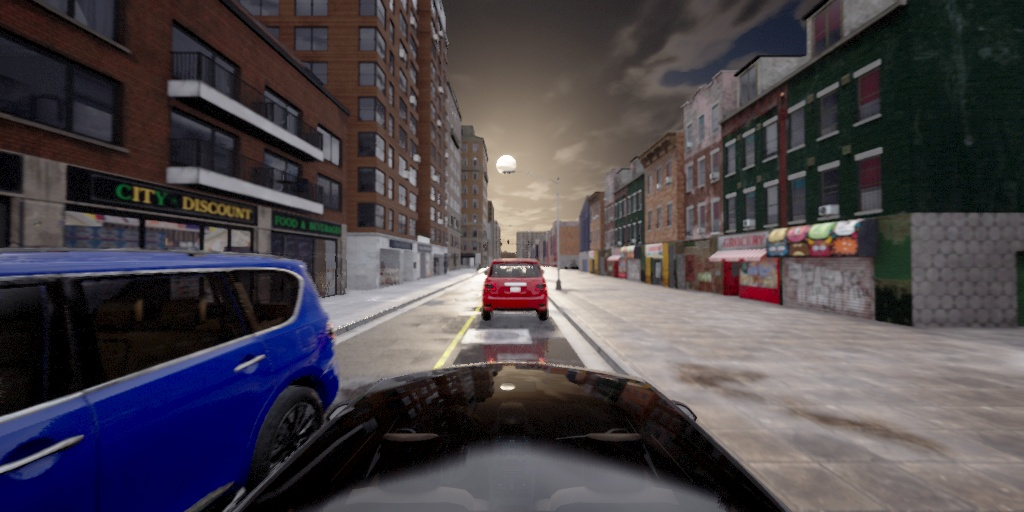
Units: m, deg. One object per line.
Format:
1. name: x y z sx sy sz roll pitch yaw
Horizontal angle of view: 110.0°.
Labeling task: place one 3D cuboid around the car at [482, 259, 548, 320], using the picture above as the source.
1. car: 0.099 1.123 13.535 2.150 2.045 5.566 0 0 0

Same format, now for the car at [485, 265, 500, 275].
1. car: -2.785 2.000 53.029 1.895 1.301 4.718 0 -1 0

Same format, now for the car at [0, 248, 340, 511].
1. car: -2.853 0.968 1.473 2.150 2.045 5.566 0 -1 0
